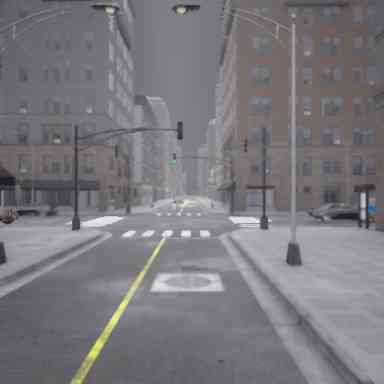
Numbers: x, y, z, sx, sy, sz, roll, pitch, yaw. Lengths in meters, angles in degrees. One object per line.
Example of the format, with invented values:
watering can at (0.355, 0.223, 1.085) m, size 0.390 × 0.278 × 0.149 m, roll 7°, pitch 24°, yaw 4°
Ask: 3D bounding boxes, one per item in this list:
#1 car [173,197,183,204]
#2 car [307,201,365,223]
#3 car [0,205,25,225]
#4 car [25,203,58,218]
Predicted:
car at (-2.757, 1.762, 67.662) m, size 1.812 × 1.442 × 4.674 m, roll 0°, pitch 0°, yaw 0°
car at (11.388, 1.595, 25.553) m, size 4.902 × 1.511 × 2.128 m, roll 0°, pitch 0°, yaw 0°
car at (-14.757, 1.403, 22.952) m, size 5.009 × 1.841 × 2.192 m, roll 0°, pitch 0°, yaw 0°
car at (-14.746, 1.647, 30.977) m, size 4.313 × 1.339 × 1.947 m, roll 0°, pitch 0°, yaw 0°
